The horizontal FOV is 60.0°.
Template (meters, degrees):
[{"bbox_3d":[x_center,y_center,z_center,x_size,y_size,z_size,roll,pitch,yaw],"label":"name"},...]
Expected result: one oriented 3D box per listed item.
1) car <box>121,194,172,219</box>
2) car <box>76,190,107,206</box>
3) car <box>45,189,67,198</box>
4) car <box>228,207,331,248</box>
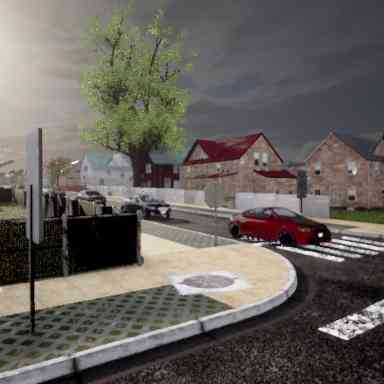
[{"bbox_3d":[-3.155,0.909,22.512,2.128,1.511,4.902,0,2,-35],"label":"car"},{"bbox_3d":[-9.691,0.577,31.875,1.837,1.490,4.892,0,2,-35],"label":"car"},{"bbox_3d":[-18.008,0.235,43.896,1.895,1.301,4.718,0,2,-34],"label":"car"},{"bbox_3d":[3.441,1.318,13.649,1.994,1.385,4.181,0,2,-39],"label":"car"}]
